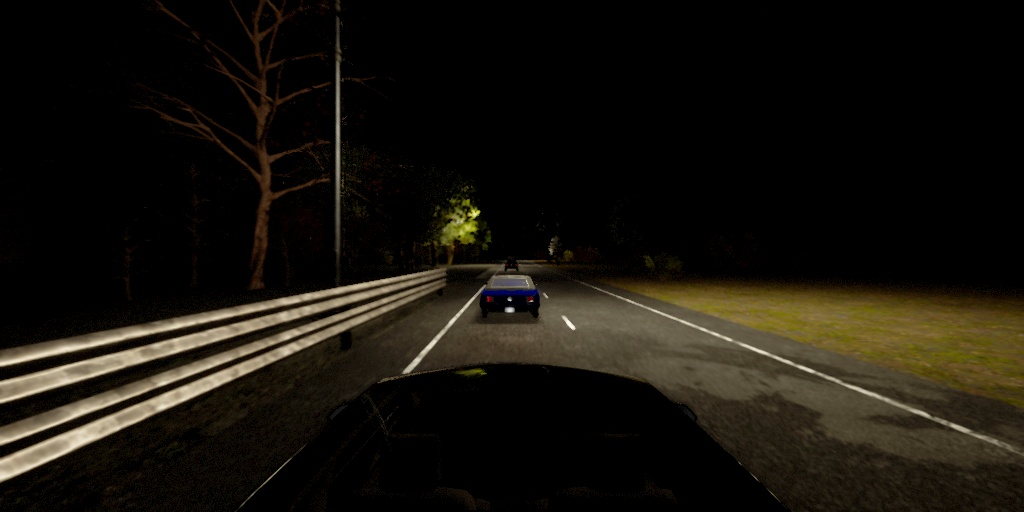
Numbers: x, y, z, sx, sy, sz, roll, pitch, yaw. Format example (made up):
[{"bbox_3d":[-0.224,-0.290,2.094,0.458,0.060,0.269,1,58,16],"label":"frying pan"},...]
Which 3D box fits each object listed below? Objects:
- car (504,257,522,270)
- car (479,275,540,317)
[{"bbox_3d":[-0.066,1.252,50.059,2.033,1.411,5.357,0,0,0],"label":"car"},{"bbox_3d":[-0.063,1.345,13.113,1.895,1.301,4.718,0,0,0],"label":"car"}]
